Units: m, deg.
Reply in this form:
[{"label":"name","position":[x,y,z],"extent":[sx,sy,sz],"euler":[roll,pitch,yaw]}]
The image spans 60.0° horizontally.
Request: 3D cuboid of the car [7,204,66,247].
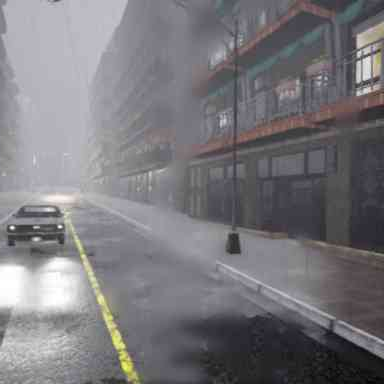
[{"label":"car","position":[-5.977,1.192,13.041],"extent":[1.895,1.301,4.718],"euler":[1,1,-23]}]
